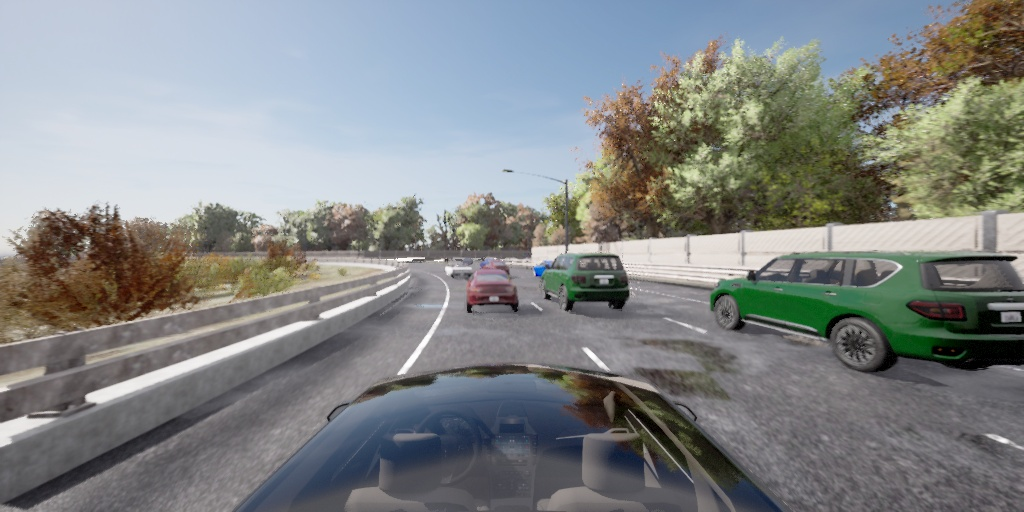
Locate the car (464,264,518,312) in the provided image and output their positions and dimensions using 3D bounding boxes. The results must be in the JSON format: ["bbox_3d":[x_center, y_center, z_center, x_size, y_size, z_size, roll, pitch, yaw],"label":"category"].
[{"bbox_3d":[-0.872,1.228,13.989,1.812,1.442,4.674,0,0,-7],"label":"car"}]

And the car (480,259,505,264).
[{"bbox_3d":[-1.542,1.150,33.198,1.812,1.442,4.674,0,0,-17],"label":"car"}]

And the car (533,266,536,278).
[{"bbox_3d":[3.160,1.099,29.248,1.882,1.535,5.008,0,0,-14],"label":"car"}]

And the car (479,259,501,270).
[{"bbox_3d":[-3.059,1.092,48.596,1.812,1.442,4.674,0,0,-19],"label":"car"}]

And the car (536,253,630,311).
[{"bbox_3d":[2.647,0.908,14.257,2.150,2.045,5.566,0,0,-7],"label":"car"}]

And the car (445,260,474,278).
[{"bbox_3d":[-4.817,1.244,32.065,1.895,1.301,4.718,0,0,-17],"label":"car"}]

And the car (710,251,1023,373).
[{"bbox_3d":[6.736,0.920,7.654,2.150,2.045,5.566,0,1,-4],"label":"car"}]
